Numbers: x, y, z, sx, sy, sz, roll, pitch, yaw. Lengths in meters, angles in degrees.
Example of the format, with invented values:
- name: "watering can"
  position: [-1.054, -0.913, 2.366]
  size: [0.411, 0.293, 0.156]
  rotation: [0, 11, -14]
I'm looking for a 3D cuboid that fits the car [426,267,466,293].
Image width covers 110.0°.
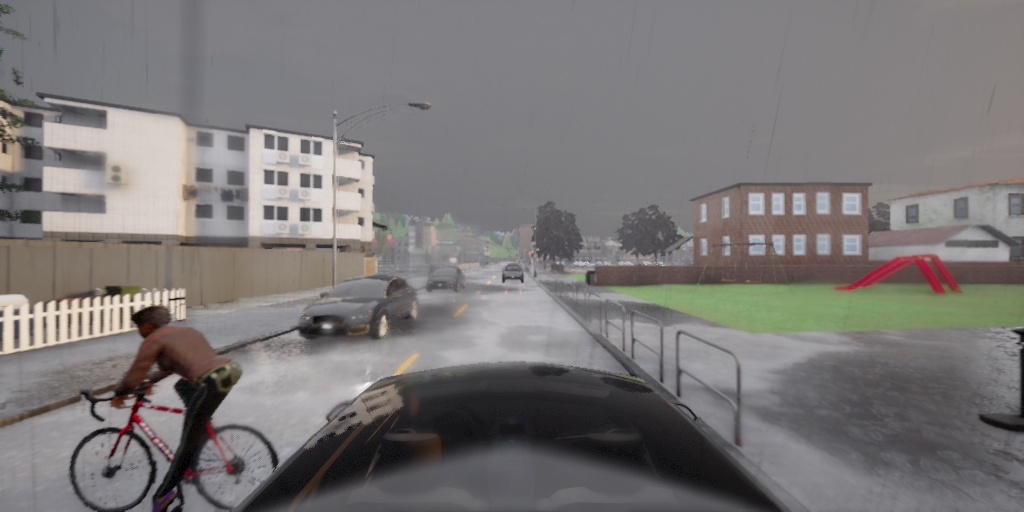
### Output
- name: "car"
  position: [-4.069, 1.450, 22.735]
  size: [1.837, 1.490, 4.892]
  rotation: [0, -1, 0]

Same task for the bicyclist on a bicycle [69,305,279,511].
- name: "bicyclist on a bicycle"
  position: [-2.661, 1.213, 2.818]
  size: [1.656, 1.620, 0.582]
  rotation: [-1, -1, 0]

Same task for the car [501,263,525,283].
- name: "car"
  position: [0.079, 1.515, 31.406]
  size: [2.128, 1.511, 4.902]
  rotation: [0, 0, 0]

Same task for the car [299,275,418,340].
- name: "car"
  position: [-4.095, 1.335, 10.385]
  size: [1.837, 1.490, 4.892]
  rotation: [0, 0, 0]
